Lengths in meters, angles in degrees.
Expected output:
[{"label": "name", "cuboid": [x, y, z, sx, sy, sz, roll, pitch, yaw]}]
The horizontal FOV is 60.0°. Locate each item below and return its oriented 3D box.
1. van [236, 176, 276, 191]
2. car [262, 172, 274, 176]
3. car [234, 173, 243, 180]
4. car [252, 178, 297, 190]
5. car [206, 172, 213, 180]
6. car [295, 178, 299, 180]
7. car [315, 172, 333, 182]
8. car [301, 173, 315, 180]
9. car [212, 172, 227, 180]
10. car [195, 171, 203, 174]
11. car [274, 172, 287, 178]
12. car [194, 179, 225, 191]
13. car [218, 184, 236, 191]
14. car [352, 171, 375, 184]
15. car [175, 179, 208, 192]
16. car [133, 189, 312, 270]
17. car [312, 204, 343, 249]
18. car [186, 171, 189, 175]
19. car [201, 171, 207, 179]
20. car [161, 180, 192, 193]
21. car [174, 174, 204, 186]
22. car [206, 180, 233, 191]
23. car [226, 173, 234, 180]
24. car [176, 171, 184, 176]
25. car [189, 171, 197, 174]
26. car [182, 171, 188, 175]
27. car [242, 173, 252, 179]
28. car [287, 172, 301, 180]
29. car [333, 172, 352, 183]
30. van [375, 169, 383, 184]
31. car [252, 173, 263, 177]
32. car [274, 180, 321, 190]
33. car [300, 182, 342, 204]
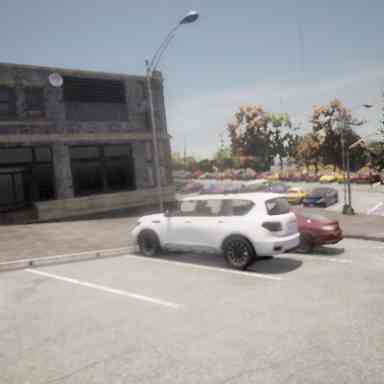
[{"label": "van", "cuboid": [7.306, -0.265, 37.547, 1.878, 1.987, 4.442, -1, 7, 41]}, {"label": "car", "cuboid": [15.629, -2.798, 60.796, 1.946, 1.575, 5.366, 0, 6, 43]}, {"label": "car", "cuboid": [11.509, -3.164, 68.567, 2.163, 1.488, 4.792, 1, 7, 44]}, {"label": "car", "cuboid": [8.688, -0.020, 34.808, 2.185, 1.767, 4.553, -1, 7, 41]}, {"label": "car", "cuboid": [6.401, -3.907, 79.248, 4.553, 1.767, 2.185, -9, 7, -44]}, {"label": "car", "cuboid": [10.462, -0.625, 41.520, 1.837, 1.490, 4.892, -7, 6, -28]}, {"label": "car", "cuboid": [20.912, -2.224, 50.055, 1.946, 1.575, 5.366, 1, 7, 42]}, {"label": "car", "cuboid": [19.626, -2.331, 52.802, 2.002, 1.452, 4.674, 0, 6, 42]}, {"label": "car", "cuboid": [7.677, -3.634, 76.592, 5.008, 1.535, 2.097, -9, 7, -44]}, {"label": "car", "cuboid": [3.829, -4.072, 84.536, 5.366, 1.575, 1.946, -9, 7, -44]}, {"label": "car", "cuboid": [16.832, -2.760, 57.999, 2.185, 1.767, 4.553, 0, 6, 43]}, {"label": "car", "cuboid": [2.946, -0.379, 45.447, 2.002, 1.452, 4.674, -1, 7, 42]}, {"label": "car", "cuboid": [5.795, -0.153, 40.123, 2.231, 1.521, 4.892, -1, 7, 41]}, {"label": "car", "cuboid": [23.853, -2.106, 44.977, 2.185, 1.767, 4.553, 0, 6, 41]}, {"label": "car", "cuboid": [0.159, -0.652, 50.796, 2.002, 1.452, 4.674, 0, 8, 43]}, {"label": "car", "cuboid": [0.586, 1.096, 10.735, 5.566, 2.045, 2.435, -1, 0, 36]}, {"label": "car", "cuboid": [3.098, 1.324, 12.444, 4.674, 1.452, 2.002, -1, 0, 35]}, {"label": "car", "cuboid": [1.496, -4.364, 90.060, 4.792, 1.488, 2.163, -9, 7, -44]}, {"label": "car", "cuboid": [5.185, -3.935, 81.969, 4.892, 1.521, 2.231, -9, 7, -44]}, {"label": "car", "cuboid": [-2.585, -0.970, 56.176, 2.097, 1.535, 5.008, 0, 7, 43]}, {"label": "car", "cuboid": [-1.229, -1.083, 53.481, 2.435, 2.045, 5.566, 0, 7, 43]}, {"label": "car", "cuboid": [4.374, -0.247, 42.784, 2.002, 1.452, 4.674, 0, 8, 42]}, {"label": "car", "cuboid": [10.253, -3.315, 71.281, 2.163, 1.488, 4.792, 1, 7, 44]}, {"label": "car", "cuboid": [-1.057, -4.689, 95.371, 5.366, 1.575, 1.946, -9, 7, -44]}, {"label": "car", "cuboid": [2.733, -4.495, 87.371, 5.566, 2.045, 2.435, -9, 7, -44]}, {"label": "car", "cuboid": [0.314, -4.525, 92.816, 4.792, 1.488, 2.163, -8, 7, -44]}, {"label": "car", "cuboid": [12.830, -3.054, 65.937, 2.097, 1.535, 5.008, 1, 6, 44]}, {"label": "car", "cuboid": [18.236, -2.464, 55.413, 2.002, 1.452, 4.674, 0, 6, 43]}, {"label": "car", "cuboid": [22.572, -2.135, 47.738, 1.946, 1.575, 5.366, 0, 6, 42]}, {"label": "van", "cuboid": [25.246, -2.072, 42.325, 1.878, 1.987, 4.442, 1, 7, 41]}, {"label": "car", "cuboid": [14.180, -3.042, 63.304, 2.185, 1.767, 4.553, 1, 7, 44]}, {"label": "car", "cuboid": [10.323, 0.198, 32.356, 1.946, 1.575, 5.366, -1, 7, 40]}, {"label": "car", "cuboid": [11.527, 0.402, 29.549, 2.163, 1.488, 4.792, 0, 7, 40]}]
